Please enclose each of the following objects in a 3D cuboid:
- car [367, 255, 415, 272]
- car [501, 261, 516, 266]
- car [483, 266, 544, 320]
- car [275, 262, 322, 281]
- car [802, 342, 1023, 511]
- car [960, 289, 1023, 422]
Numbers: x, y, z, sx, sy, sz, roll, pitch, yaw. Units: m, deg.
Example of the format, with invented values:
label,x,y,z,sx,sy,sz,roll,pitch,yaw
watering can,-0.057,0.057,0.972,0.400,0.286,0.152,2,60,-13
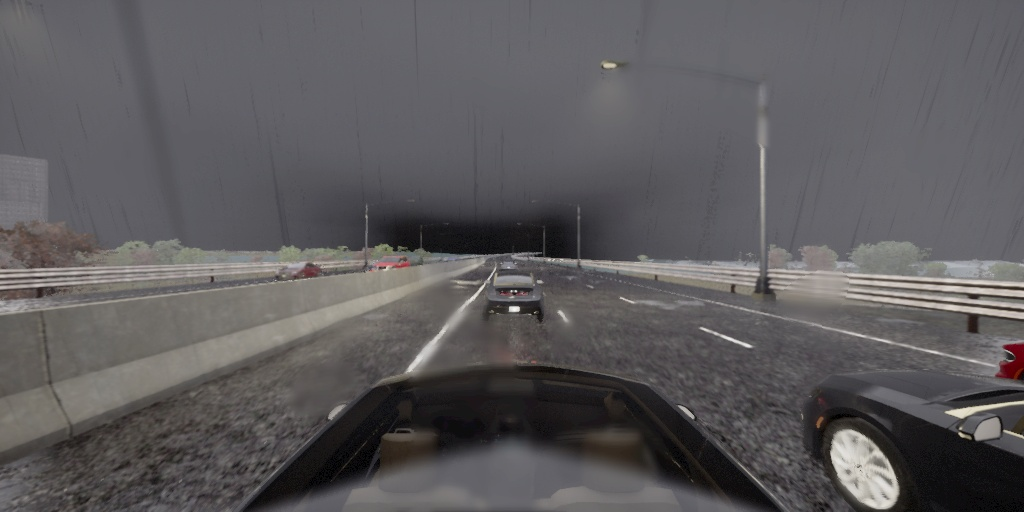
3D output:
label,x,y,z,sx,sy,sz,roll,pitch,yaw
car,-10.892,0.966,32.745,2.150,2.045,5.566,0,0,-1
car,-0.416,1.300,43.327,1.994,1.385,4.181,0,0,-1
car,0.054,1.254,12.557,1.837,1.490,4.892,0,0,0
car,-17.851,1.275,30.307,1.812,1.442,4.674,0,0,-1
car,3.593,1.254,1.294,1.837,1.490,4.892,0,0,0
car,7.092,1.226,2.414,1.882,1.535,5.008,0,0,0
